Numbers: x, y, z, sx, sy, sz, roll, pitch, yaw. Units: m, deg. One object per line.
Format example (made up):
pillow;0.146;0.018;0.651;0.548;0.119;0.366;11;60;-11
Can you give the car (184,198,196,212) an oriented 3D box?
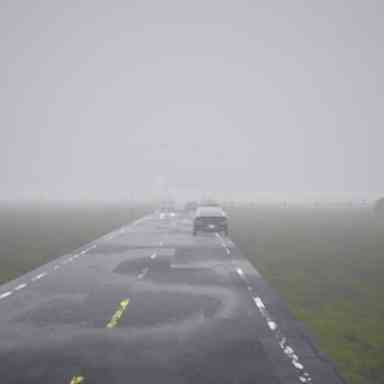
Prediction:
car;0.019;1.654;41.091;1.837;1.490;4.892;0;0;0

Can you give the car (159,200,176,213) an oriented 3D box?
car;-2.857;1.692;40.131;2.033;1.411;5.357;0;0;0

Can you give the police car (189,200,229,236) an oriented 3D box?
police car;0.957;1.497;18.969;1.930;1.638;5.238;0;0;0

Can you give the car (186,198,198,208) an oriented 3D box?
car;-0.015;1.719;54.408;1.812;1.442;4.674;0;0;0
